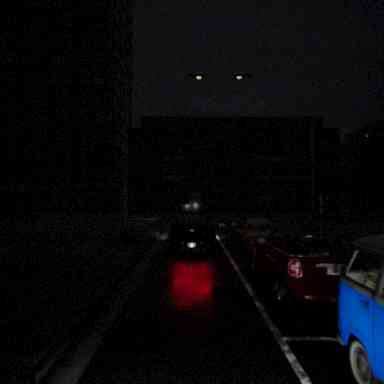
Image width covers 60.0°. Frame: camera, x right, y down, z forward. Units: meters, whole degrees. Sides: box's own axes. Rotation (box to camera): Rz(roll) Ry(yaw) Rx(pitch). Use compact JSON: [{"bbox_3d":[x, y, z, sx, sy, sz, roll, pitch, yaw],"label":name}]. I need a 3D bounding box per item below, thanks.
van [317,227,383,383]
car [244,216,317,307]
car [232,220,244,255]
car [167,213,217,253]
[{"bbox_3d":[2.644,1.368,2.697,1.690,1.788,3.998,0,-1,0],"label":"van"},{"bbox_3d":[2.642,1.520,8.134,1.967,1.590,4.097,0,-1,0],"label":"car"},{"bbox_3d":[2.640,1.661,13.740,1.752,1.417,4.829,0,-1,0],"label":"car"},{"bbox_3d":[0.001,1.649,14.300,1.837,1.490,4.892,0,0,0],"label":"car"}]
